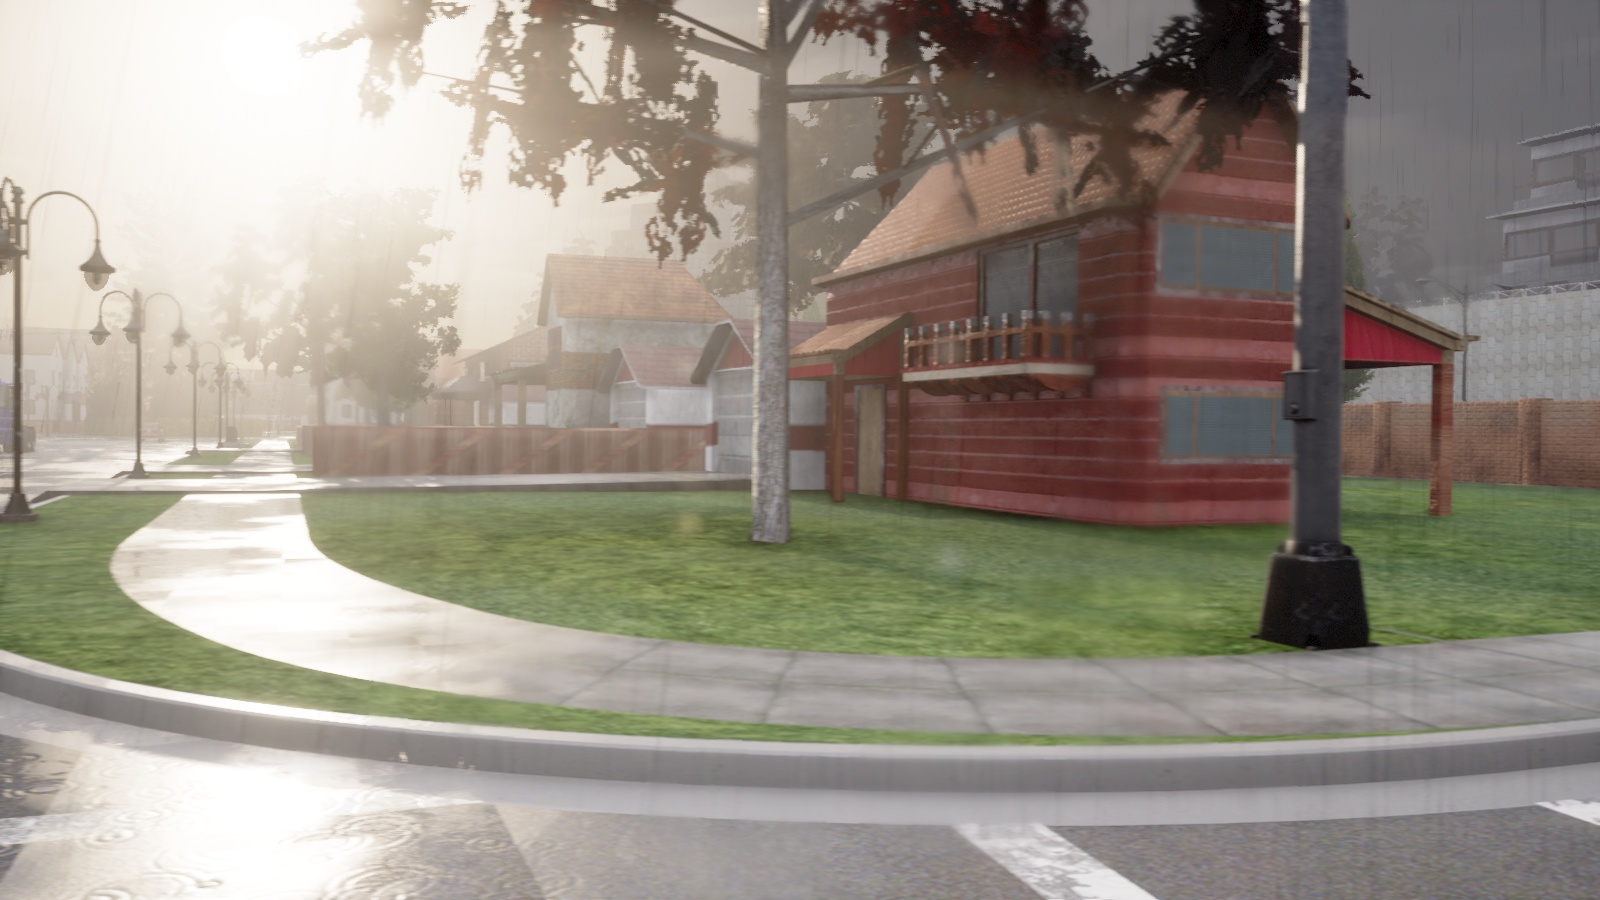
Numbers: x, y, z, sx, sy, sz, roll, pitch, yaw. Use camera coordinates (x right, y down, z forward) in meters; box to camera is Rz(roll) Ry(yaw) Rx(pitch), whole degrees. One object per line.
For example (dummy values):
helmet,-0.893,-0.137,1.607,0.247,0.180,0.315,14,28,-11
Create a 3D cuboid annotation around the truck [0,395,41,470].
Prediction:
truck,-39.073,-0.775,60.663,2.891,3.462,7.936,-1,0,-22
